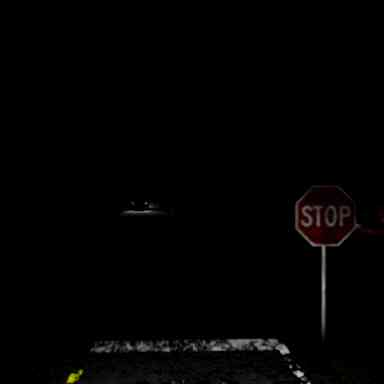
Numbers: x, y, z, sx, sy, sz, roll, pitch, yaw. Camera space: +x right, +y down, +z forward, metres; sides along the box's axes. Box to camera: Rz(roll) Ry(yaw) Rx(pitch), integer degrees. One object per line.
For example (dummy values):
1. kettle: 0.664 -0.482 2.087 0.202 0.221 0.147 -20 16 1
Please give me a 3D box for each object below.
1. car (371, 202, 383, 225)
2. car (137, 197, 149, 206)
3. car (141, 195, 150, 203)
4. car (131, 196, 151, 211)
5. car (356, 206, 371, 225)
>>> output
1. car: 13.419 1.375 19.155 5.008 1.535 1.882 0 0 -5
2. car: -8.145 1.574 55.616 1.812 1.442 4.674 0 0 -6
3. car: -9.950 1.525 71.539 1.882 1.535 5.008 0 0 -7
4. car: -6.504 1.384 41.693 2.097 1.767 4.553 0 0 -7
5. car: 13.321 1.415 22.821 4.674 1.442 1.812 0 0 -4
